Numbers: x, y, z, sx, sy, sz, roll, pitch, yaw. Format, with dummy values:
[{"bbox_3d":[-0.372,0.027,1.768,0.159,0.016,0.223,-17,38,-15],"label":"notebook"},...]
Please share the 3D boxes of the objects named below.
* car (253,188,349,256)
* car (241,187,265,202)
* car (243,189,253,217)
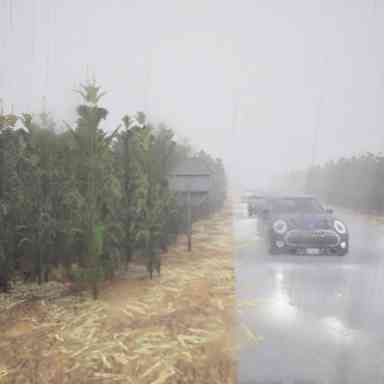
[{"bbox_3d":[3.359,0.885,10.887,2.097,1.767,4.553,0,2,5],"label":"car"},{"bbox_3d":[5.923,0.322,33.215,1.812,1.442,4.674,0,1,7],"label":"car"},{"bbox_3d":[4.455,0.723,20.776,1.994,1.385,4.181,0,2,7],"label":"car"}]
